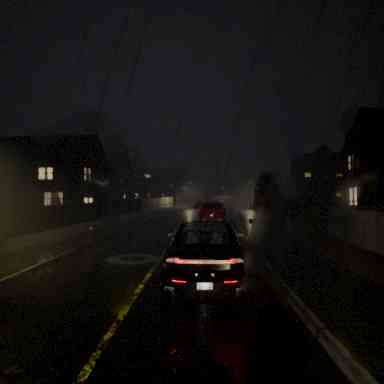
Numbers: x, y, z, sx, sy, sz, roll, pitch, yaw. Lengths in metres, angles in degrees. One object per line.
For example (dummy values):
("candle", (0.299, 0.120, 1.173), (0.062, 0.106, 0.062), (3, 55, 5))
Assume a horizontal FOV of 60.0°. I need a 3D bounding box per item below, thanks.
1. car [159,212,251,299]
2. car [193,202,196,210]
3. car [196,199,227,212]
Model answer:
("car", (0.341, 1.495, 8.454), (2.128, 1.511, 4.902), (0, 0, 3))
("car", (1.366, 1.618, 43.459), (1.895, 1.301, 4.718), (0, 0, 11))
("car", (1.644, 1.475, 25.552), (1.882, 1.535, 5.008), (0, 0, 6))
